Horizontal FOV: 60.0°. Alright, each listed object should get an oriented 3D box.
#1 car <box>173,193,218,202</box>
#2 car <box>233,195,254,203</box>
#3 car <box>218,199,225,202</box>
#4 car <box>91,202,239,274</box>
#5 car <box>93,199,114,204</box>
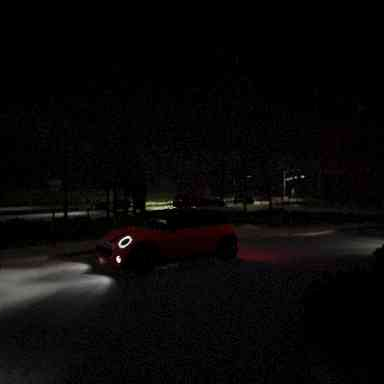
[{"bbox_3d":[0.186,1.178,43.244,5.566,2.045,2.150,0,-1,-36],"label":"car"},{"bbox_3d":[8.983,1.306,57.588,2.097,1.767,4.553,0,0,36],"label":"car"},{"bbox_3d":[3.245,1.518,49.537,1.994,1.385,4.181,0,0,36],"label":"car"},{"bbox_3d":[-0.714,1.341,10.627,4.553,1.767,2.097,0,0,-35],"label":"car"},{"bbox_3d":[-9.267,1.440,38.277,2.128,1.511,4.902,0,0,36],"label":"car"}]
